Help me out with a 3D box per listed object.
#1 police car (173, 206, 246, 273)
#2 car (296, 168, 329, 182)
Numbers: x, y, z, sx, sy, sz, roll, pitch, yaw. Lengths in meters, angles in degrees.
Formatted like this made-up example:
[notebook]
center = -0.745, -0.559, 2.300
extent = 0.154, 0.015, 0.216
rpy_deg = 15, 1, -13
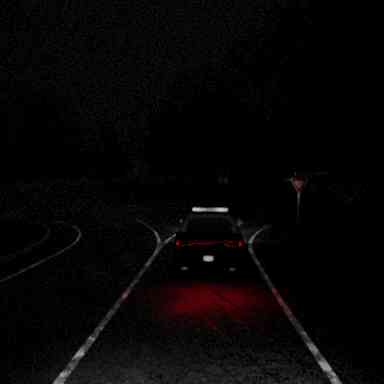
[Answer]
[police car]
center = 0.574, 1.269, 10.518
extent = 1.930, 1.638, 5.238
rpy_deg = 0, 2, 4
[car]
center = 18.206, -2.601, 50.342
extent = 2.150, 2.045, 5.566
rpy_deg = -2, 6, -24
